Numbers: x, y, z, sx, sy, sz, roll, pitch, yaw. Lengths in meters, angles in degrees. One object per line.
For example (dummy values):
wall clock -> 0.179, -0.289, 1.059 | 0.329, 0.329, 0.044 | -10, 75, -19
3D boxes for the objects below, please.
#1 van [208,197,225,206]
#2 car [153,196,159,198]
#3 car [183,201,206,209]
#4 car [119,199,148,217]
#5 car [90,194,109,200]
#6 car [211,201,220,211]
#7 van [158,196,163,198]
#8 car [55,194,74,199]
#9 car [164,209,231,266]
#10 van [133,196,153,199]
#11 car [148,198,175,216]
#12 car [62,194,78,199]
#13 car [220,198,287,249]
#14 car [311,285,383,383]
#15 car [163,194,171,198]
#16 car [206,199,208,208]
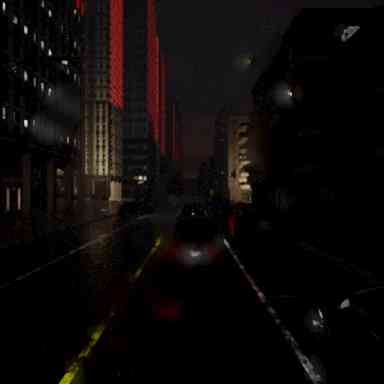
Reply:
van -> 2.689, 1.382, 31.597 | 1.690, 1.788, 3.998 | 0, 0, 0
car -> -5.692, 1.609, 42.894 | 2.008, 1.369, 4.403 | 0, 0, 0
car -> 0.097, 1.642, 31.738 | 1.895, 1.301, 4.718 | 0, 0, 0
car -> -5.691, 1.606, 31.596 | 1.947, 1.339, 4.313 | 0, 0, 0
car -> -21.134, 1.187, 76.271 | 4.097, 1.590, 1.967 | 1, -1, 0
car -> 2.689, 1.615, 25.948 | 1.802, 1.307, 4.206 | 0, 0, 0
van -> -5.692, 1.409, 48.543 | 1.690, 1.788, 3.998 | 0, 0, 0
car -> -32.366, 1.116, 84.622 | 4.206, 1.307, 1.802 | 1, -1, 0
car -> 0.089, 1.539, 11.408 | 1.812, 1.442, 4.674 | 0, 0, 0
van -> -5.692, 1.390, 37.245 | 1.690, 1.788, 3.998 | 0, 0, 0
car -> -3.099, 1.607, 33.008 | 1.994, 1.385, 4.181 | 0, 0, 0
car -> -26.711, 1.221, 76.255 | 4.206, 1.307, 1.802 | 1, -1, 0
car -> 2.690, 1.333, 14.651 | 2.192, 1.841, 5.009 | 0, 0, 0
car -> 2.690, 1.570, 3.353 | 1.947, 1.339, 4.313 | 0, 0, 0
car -> -5.693, 1.539, 65.488 | 1.967, 1.590, 4.097 | 0, 0, 0
car -> 2.688, 1.619, 48.542 | 2.008, 1.369, 4.403 | 0, 0, 0
